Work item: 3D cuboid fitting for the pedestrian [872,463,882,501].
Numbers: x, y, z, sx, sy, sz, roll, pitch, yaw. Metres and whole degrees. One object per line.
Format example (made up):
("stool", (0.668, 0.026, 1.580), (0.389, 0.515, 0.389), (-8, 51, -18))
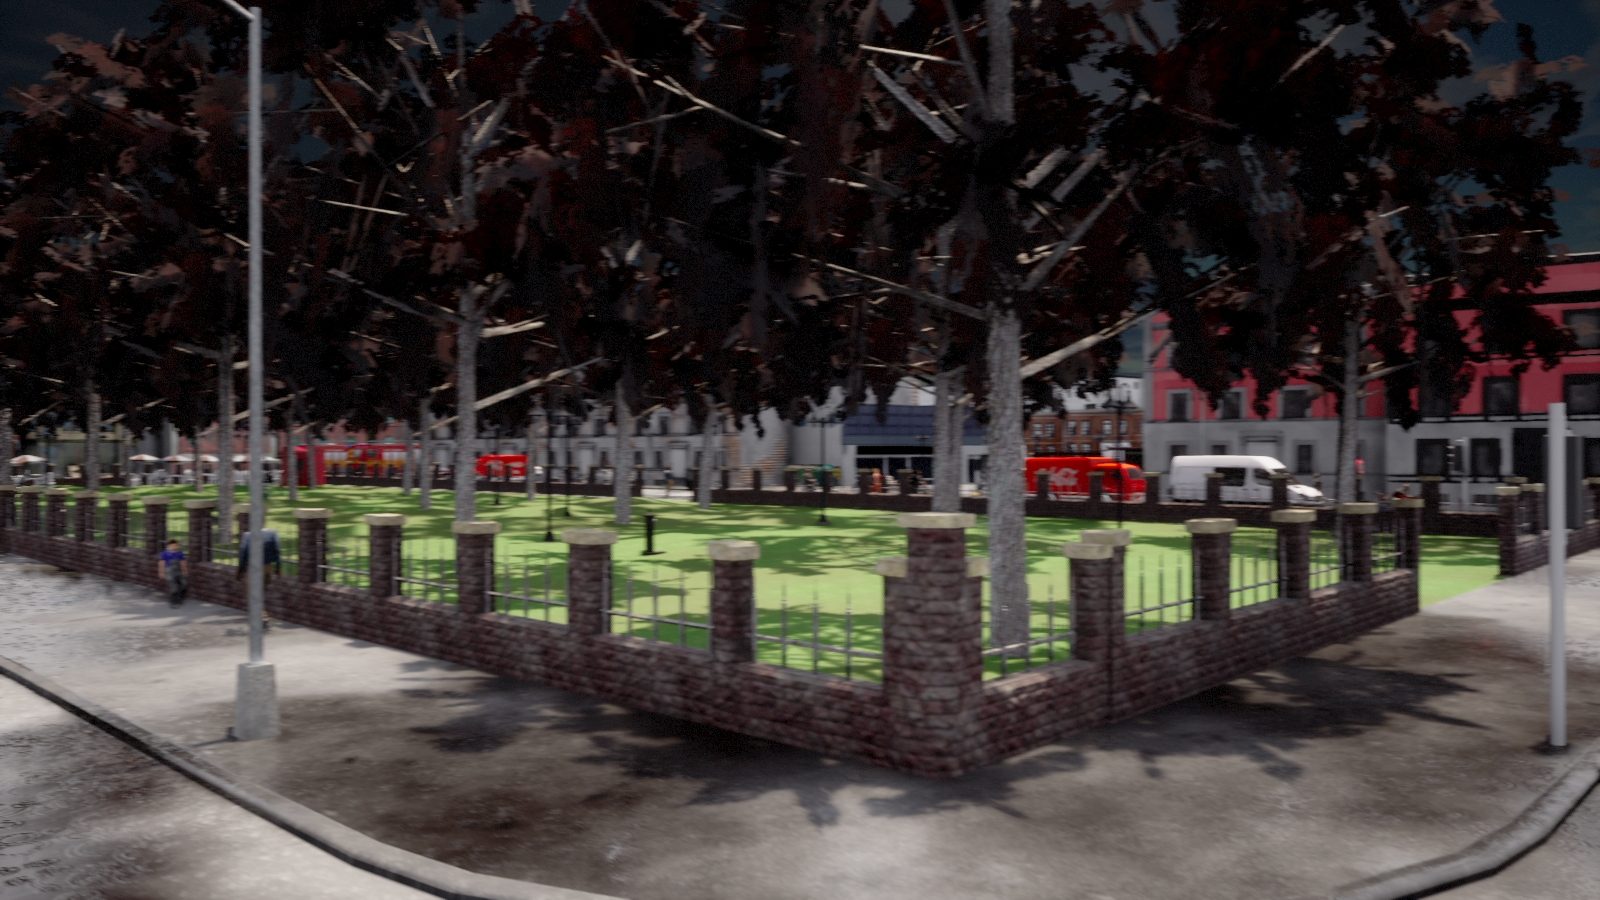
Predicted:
("pedestrian", (3.714, 1.541, 55.137), (0.375, 1.860, 0.375), (0, 0, 36))

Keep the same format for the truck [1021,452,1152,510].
("truck", (13.039, 1.345, 52.186), (5.204, 2.467, 2.627), (0, 0, 44))

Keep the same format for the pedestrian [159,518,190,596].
("pedestrian", (-10.812, 1.838, 19.740), (0.375, 1.300, 0.375), (0, 0, 44))

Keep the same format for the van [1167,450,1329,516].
("van", (18.381, 1.298, 47.107), (5.915, 2.561, 1.988), (0, 0, 44))

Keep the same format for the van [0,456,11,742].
("van", (-9.947, 1.341, 11.603), (5.915, 2.561, 1.988), (0, 0, 43))

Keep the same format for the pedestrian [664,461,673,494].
("pedestrian", (-7.453, 1.572, 64.753), (0.375, 1.860, 0.375), (0, 0, -39))

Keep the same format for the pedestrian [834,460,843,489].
("pedestrian", (2.497, 1.554, 73.911), (0.375, 1.860, 0.375), (0, 0, -39))

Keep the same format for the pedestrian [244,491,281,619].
("pedestrian", (-8.035, 1.551, 17.070), (0.375, 1.860, 0.375), (0, 0, 41))

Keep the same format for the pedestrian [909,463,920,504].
("pedestrian", (5.300, 1.539, 52.953), (0.375, 1.860, 0.375), (0, 0, 45))
